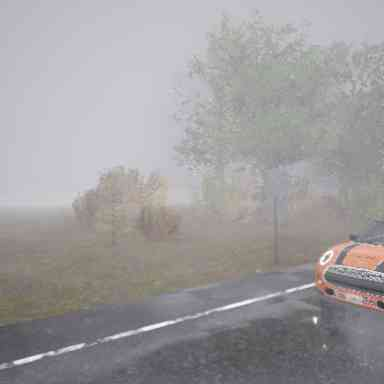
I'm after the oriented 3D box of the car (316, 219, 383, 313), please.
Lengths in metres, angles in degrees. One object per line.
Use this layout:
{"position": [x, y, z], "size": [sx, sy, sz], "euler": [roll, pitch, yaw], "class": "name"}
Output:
{"position": [4.817, 1.375, 7.439], "size": [4.553, 1.767, 2.097], "euler": [0, 0, -36], "class": "car"}
